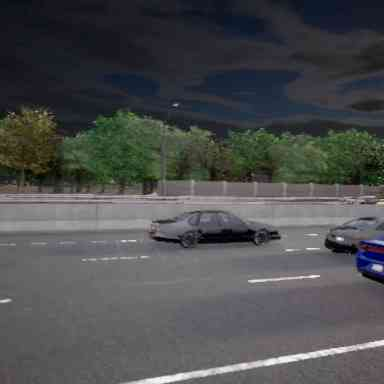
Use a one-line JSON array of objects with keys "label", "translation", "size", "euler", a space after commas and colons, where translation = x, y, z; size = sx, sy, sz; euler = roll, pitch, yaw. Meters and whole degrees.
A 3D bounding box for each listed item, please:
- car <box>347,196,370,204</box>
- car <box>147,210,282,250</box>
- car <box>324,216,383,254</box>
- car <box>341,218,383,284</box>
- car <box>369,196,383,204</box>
[{"label": "car", "translation": [22.157, 1.344, 42.663], "size": [4.553, 1.767, 2.097], "euler": [1, 1, -18]}, {"label": "car", "translation": [0.909, 1.444, 13.508], "size": [5.357, 1.411, 2.033], "euler": [1, 0, -18]}, {"label": "car", "translation": [6.848, 1.568, 11.775], "size": [4.181, 1.385, 1.994], "euler": [1, 0, -18]}, {"label": "car", "translation": [6.332, 1.506, 7.920], "size": [5.008, 1.535, 1.882], "euler": [1, 0, -18]}, {"label": "car", "translation": [24.216, 1.527, 39.661], "size": [5.008, 1.535, 1.882], "euler": [1, 1, -18]}]
